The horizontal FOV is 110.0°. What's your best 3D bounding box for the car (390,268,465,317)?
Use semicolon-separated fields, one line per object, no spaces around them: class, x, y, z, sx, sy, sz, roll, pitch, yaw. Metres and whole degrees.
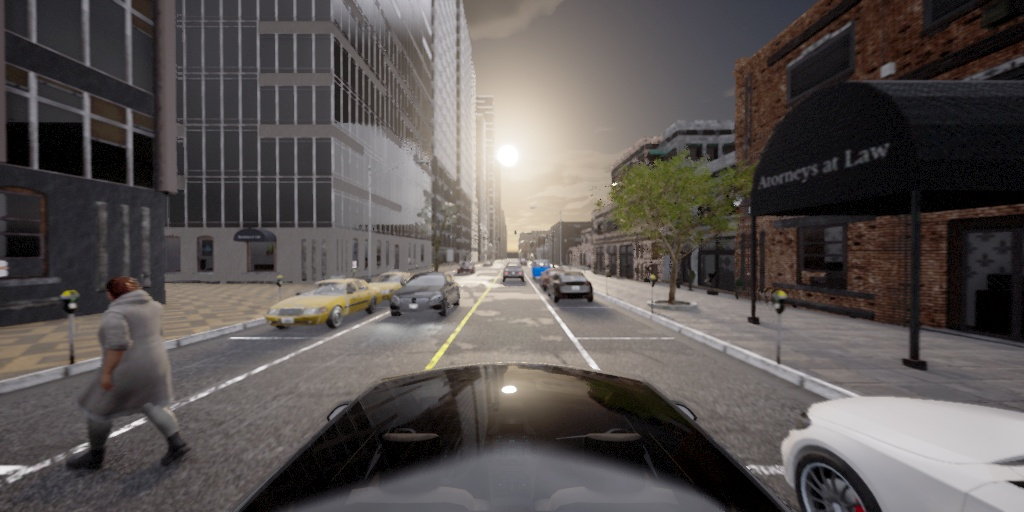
car;-3.092;1.334;13.604;1.812;1.442;4.674;0;0;0

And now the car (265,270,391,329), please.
car;-5.686;1.325;11.504;1.751;1.417;4.829;0;0;0

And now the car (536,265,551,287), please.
car;2.703;1.435;22.725;1.802;1.307;4.207;0;0;0

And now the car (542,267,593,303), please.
car;2.699;1.392;17.190;1.948;1.339;4.313;0;0;0

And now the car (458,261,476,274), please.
car;-5.662;1.402;44.883;1.967;1.591;4.097;0;0;0

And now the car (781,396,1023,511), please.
car;2.998;1.272;0.810;1.812;1.442;4.674;0;0;0

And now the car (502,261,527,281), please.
car;0.116;1.443;31.433;2.033;1.411;5.357;0;0;0

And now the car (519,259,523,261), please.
car;0.125;1.446;46.141;1.882;1.535;5.008;0;0;0

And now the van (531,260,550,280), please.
van;2.711;1.248;33.793;1.690;1.789;3.998;0;0;0

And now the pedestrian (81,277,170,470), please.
pedestrian;-3.665;1.052;3.406;0.375;1.860;0.375;-1;1;-2
